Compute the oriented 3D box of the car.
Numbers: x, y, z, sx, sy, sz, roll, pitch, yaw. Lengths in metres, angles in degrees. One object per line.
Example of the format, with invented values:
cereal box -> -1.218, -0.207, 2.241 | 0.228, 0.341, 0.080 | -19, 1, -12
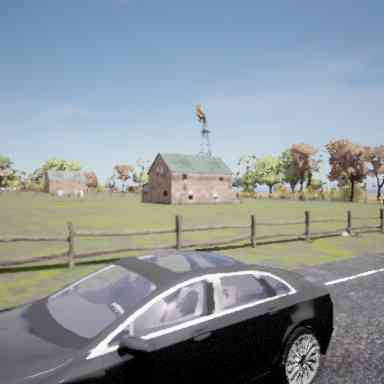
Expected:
car -> -0.382, 1.513, 3.721 | 4.902, 1.511, 2.128 | 1, -1, -35
